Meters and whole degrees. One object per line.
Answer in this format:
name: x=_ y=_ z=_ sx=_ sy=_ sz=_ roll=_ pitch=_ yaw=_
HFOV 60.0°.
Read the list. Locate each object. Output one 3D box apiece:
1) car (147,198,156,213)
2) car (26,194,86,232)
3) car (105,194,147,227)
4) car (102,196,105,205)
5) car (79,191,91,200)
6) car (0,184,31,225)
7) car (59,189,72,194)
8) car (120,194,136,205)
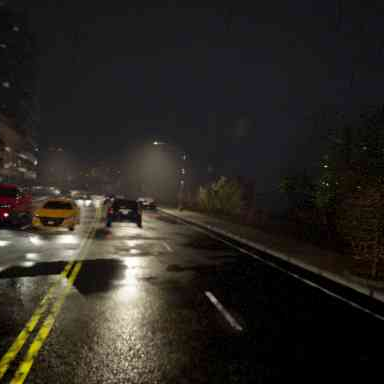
car: x=-5.138 y=1.388 z=36.743 sx=2.128 sy=1.511 sz=4.902 roll=4 pitch=-1 yaw=-16
car: x=-7.013 y=1.104 z=17.636 sx=1.882 sy=1.535 sz=5.008 roll=4 pitch=0 yaw=-14
car: x=-4.443 y=1.192 z=21.626 sx=2.097 sy=1.767 sz=4.553 roll=4 pitch=0 yaw=-14
car: x=-11.458 y=1.017 z=46.730 sx=1.837 sy=1.490 sz=4.892 roll=4 pitch=0 yaw=-17
car: x=-18.417 y=0.575 z=57.381 sx=2.128 sy=1.511 sz=4.902 roll=4 pitch=0 yaw=-18
car: x=-10.555 y=0.599 z=18.586 sx=2.150 sy=2.045 sz=5.566 roll=4 pitch=0 yaw=-14
car: x=-21.866 y=0.310 z=57.494 sx=1.882 sy=1.535 sz=5.008 roll=4 pitch=0 yaw=-18
car: x=-10.566 y=1.189 z=54.372 sx=1.994 sy=1.385 sz=4.181 roll=4 pitch=0 yaw=-18
